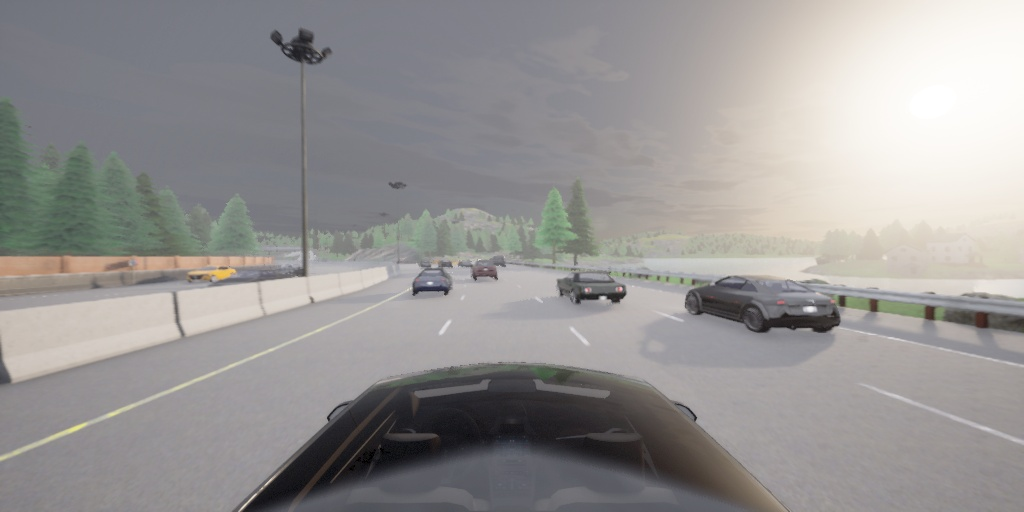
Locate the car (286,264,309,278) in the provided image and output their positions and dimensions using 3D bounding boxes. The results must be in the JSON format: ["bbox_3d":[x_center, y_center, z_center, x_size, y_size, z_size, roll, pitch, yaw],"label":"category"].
[{"bbox_3d":[-20.818,1.527,33.907,2.128,1.511,4.902,-1,0,-11],"label":"car"}]

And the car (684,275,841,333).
[{"bbox_3d":[6.886,1.228,10.421,1.994,1.385,4.181,-1,0,-3],"label":"car"}]

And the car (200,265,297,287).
[{"bbox_3d":[-15.278,1.505,21.261,2.033,1.411,5.357,-1,0,-7],"label":"car"}]

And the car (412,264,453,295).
[{"bbox_3d":[-4.453,1.380,20.487,1.994,1.385,4.181,-1,0,-7],"label":"car"}]

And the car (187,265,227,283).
[{"bbox_3d":[-27.835,1.606,33.373,1.882,1.535,5.008,-1,0,-12],"label":"car"}]

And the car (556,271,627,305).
[{"bbox_3d":[3.260,1.315,15.805,1.895,1.301,4.718,-1,0,-5],"label":"car"}]

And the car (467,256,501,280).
[{"bbox_3d":[-2.572,1.149,32.068,2.097,1.767,4.553,-1,0,-10],"label":"car"}]
